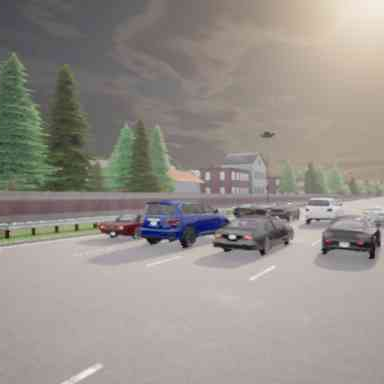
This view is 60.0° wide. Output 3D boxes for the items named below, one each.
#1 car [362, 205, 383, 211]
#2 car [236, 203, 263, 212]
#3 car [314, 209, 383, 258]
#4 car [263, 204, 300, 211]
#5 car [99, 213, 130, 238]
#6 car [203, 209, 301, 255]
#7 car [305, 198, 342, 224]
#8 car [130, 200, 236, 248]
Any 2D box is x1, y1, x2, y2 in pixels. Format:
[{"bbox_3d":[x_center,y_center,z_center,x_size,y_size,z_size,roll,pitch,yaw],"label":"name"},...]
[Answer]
[{"bbox_3d":[14.433,1.787,26.213,1.812,1.442,4.674,0,-1,32],"label":"car"},{"bbox_3d":[5.700,1.815,32.048,1.882,1.535,5.008,0,0,32],"label":"car"},{"bbox_3d":[6.502,1.662,13.476,1.812,1.442,4.674,0,-1,32],"label":"car"},{"bbox_3d":[8.277,1.815,29.579,1.837,1.490,4.892,0,0,32],"label":"car"},{"bbox_3d":[-2.760,1.806,18.479,1.895,1.301,4.718,0,-1,32],"label":"car"},{"bbox_3d":[2.798,1.698,14.179,2.033,1.411,5.357,0,-1,32],"label":"car"},{"bbox_3d":[10.753,1.500,26.956,2.150,2.045,5.566,0,0,32],"label":"car"},{"bbox_3d":[-0.160,1.399,16.052,2.150,2.045,5.566,0,0,32],"label":"car"}]
